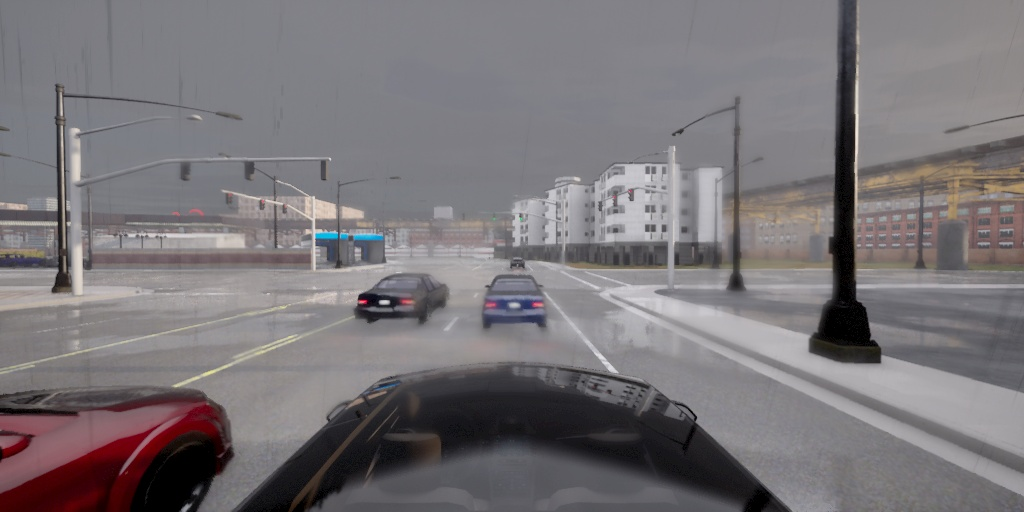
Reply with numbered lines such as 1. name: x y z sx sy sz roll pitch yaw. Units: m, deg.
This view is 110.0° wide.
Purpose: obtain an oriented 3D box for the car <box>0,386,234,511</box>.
1. car: -3.395 1.314 1.366 1.994 1.385 4.181 0 0 0

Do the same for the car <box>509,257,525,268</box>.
1. car: 0.688 0.823 46.155 1.837 1.490 4.892 0 1 0

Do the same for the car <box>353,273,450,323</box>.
1. car: -3.411 1.280 12.092 2.033 1.411 5.357 0 0 0

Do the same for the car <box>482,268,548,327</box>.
1. car: 0.082 1.285 11.476 2.033 1.411 5.357 0 0 0
